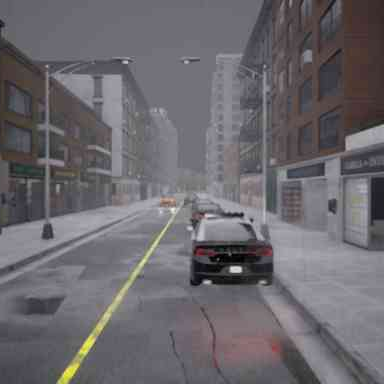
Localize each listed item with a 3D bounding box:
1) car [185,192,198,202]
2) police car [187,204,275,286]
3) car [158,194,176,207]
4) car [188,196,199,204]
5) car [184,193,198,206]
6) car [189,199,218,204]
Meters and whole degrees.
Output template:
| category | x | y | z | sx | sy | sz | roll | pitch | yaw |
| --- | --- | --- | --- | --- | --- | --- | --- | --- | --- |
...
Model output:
| category | x | y | z | sx | sy | sz | roll | pitch | yaw |
| --- | --- | --- | --- | --- | --- | --- | --- | --- | --- |
| car | -0.080 | 0.884 | 59.719 | 2.097 | 1.767 | 4.553 | 0 | 0 | 0 |
| police car | 0.889 | 1.356 | 9.354 | 1.930 | 1.638 | 5.238 | 0 | 0 | 0 |
| car | -3.148 | 1.025 | 42.620 | 2.097 | 1.767 | 4.553 | 0 | 0 | 0 |
| car | 0.867 | 1.289 | 25.244 | 1.882 | 1.535 | 5.008 | 0 | 0 | 0 |
| car | -0.049 | 0.997 | 46.131 | 2.097 | 1.767 | 4.553 | 0 | 1 | 0 |
| car | 0.875 | 1.362 | 19.244 | 1.837 | 1.490 | 4.892 | 0 | 0 | 0 |
